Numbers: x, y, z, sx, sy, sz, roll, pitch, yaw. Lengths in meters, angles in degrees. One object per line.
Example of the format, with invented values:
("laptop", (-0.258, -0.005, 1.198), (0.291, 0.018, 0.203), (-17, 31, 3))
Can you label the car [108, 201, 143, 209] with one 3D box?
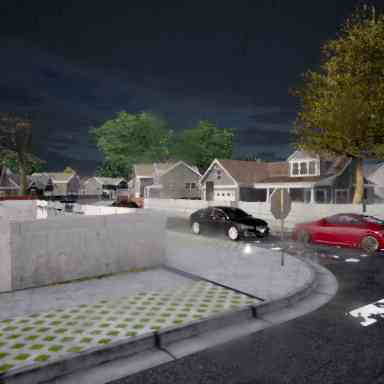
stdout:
("car", (-5.324, 1.488, 26.943), (1.837, 1.490, 4.892), (0, 1, -35))

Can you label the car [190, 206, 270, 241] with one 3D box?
("car", (1.762, 1.495, 16.880), (1.837, 1.490, 4.892), (0, 0, -35))

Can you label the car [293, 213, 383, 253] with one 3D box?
("car", (6.388, 1.579, 13.942), (1.994, 1.385, 4.181), (-1, 0, -40))

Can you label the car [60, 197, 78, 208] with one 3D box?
("car", (-16.515, 1.472, 44.597), (2.128, 1.511, 4.902), (0, 0, -27))
